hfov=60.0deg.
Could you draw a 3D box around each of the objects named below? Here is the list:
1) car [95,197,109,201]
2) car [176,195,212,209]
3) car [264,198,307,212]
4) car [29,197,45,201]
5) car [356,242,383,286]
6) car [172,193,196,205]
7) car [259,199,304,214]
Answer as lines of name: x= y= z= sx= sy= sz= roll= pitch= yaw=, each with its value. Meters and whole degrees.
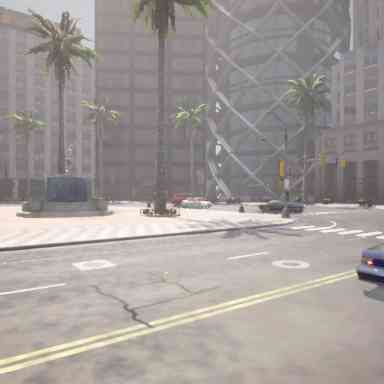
car: x=-18.220 y=1.599 z=62.516 sx=4.718 sy=1.301 sz=1.895 roll=0 pitch=0 yaw=1
car: x=0.600 y=1.523 z=45.365 sx=4.674 sy=1.442 sz=1.812 roll=0 pitch=0 yaw=37
car: x=10.839 y=1.523 z=38.940 sx=1.812 sy=1.442 sz=4.674 roll=0 pitch=0 yaw=-38
car: x=-27.984 y=1.563 z=61.633 sx=4.181 sy=1.385 sz=1.994 roll=0 pitch=0 yaw=-10
car: x=6.197 y=1.547 z=8.193 sx=5.357 sy=1.411 sz=2.033 roll=0 pitch=0 yaw=-35
car: x=-0.350 y=1.220 z=50.311 sx=5.566 sy=2.045 sz=2.150 roll=0 pitch=0 yaw=31
car: x=9.346 y=1.599 z=35.002 sx=1.895 sy=1.301 sz=4.718 roll=0 pitch=0 yaw=-35
